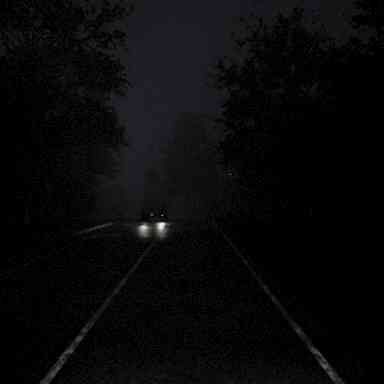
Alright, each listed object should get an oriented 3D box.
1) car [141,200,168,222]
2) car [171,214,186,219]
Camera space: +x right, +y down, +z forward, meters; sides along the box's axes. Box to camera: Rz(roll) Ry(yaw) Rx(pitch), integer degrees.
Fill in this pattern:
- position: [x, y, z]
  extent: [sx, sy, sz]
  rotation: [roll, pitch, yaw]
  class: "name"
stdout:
- position: [-3.522, 1.783, 32.048]
  extent: [2.150, 2.045, 5.566]
  rotation: [0, -3, 0]
  class: "car"
- position: [-3.394, 6.410, 85.264]
  extent: [4.181, 1.385, 1.994]
  rotation: [1, -5, -1]
  class: "car"
